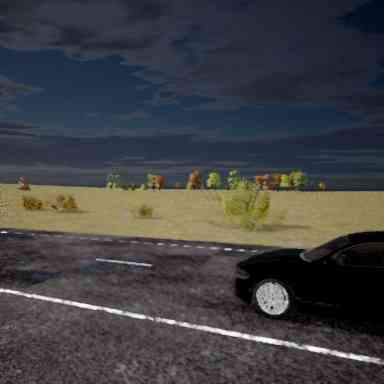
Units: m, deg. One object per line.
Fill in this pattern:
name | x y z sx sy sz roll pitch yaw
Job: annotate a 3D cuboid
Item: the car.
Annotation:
car | 3.229 1.432 5.855 5.008 1.535 1.882 0 0 25
